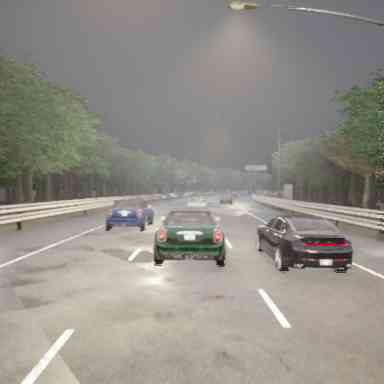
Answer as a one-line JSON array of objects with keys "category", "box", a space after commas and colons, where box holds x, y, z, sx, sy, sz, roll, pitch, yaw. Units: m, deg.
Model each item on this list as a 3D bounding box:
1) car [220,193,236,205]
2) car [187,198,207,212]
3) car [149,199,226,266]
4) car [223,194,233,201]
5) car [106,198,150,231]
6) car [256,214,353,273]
[{"category": "car", "box": [5.435, 1.180, 52.717, 2.128, 1.511, 4.902, 1, 0, 6]}, {"category": "car", "box": [0.637, 1.361, 35.639, 1.895, 1.301, 4.718, 1, 0, 3]}, {"category": "car", "box": [-0.066, 1.275, 11.428, 2.097, 1.767, 4.553, 1, 0, 0]}, {"category": "car", "box": [7.629, 1.142, 70.208, 1.994, 1.385, 4.181, 1, 0, 9]}, {"category": "car", "box": [-3.490, 1.183, 19.487, 2.097, 1.767, 4.553, 1, 0, 1]}, {"category": "car", "box": [3.308, 1.470, 10.629, 1.837, 1.490, 4.892, 0, 0, 0]}]
